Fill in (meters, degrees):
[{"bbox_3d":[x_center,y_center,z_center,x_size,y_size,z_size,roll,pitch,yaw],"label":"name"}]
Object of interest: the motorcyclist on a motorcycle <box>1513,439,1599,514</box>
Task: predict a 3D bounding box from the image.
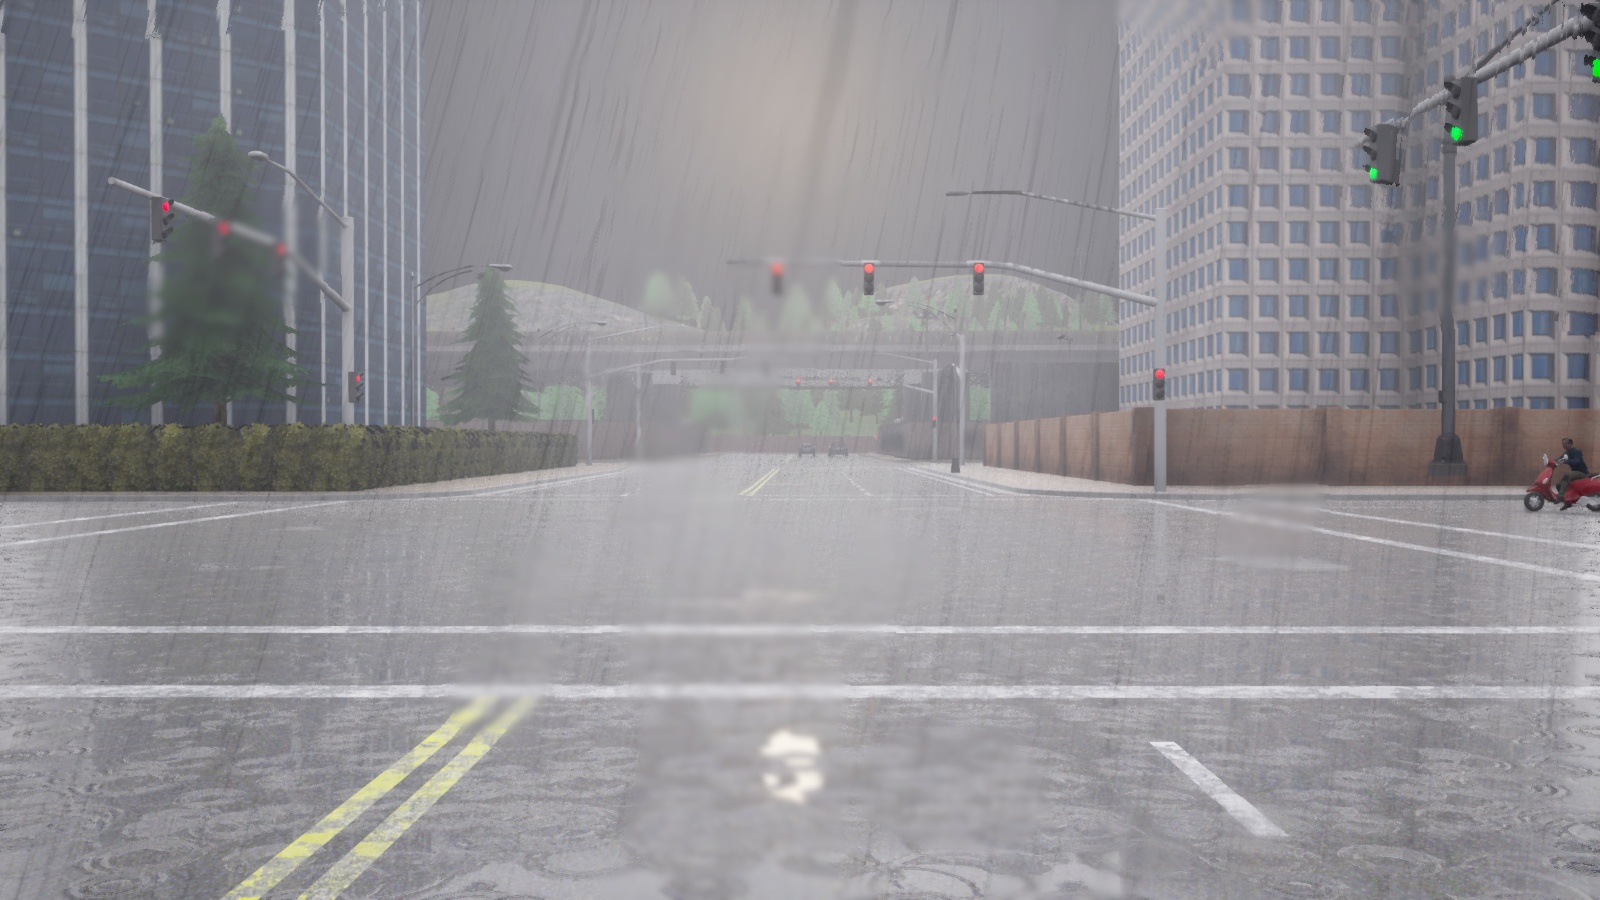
[{"bbox_3d":[16.569,0.560,27.136,1.817,1.590,0.866,0,0,1],"label":"motorcyclist on a motorcycle"}]
